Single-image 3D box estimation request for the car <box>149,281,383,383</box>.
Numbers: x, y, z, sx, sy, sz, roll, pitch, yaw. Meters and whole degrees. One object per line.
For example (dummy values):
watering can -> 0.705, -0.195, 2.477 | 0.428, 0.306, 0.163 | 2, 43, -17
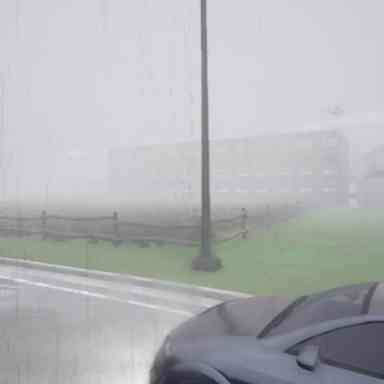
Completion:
car -> 1.636, 1.519, 2.786 | 4.181, 1.385, 1.994 | 0, 0, 35
